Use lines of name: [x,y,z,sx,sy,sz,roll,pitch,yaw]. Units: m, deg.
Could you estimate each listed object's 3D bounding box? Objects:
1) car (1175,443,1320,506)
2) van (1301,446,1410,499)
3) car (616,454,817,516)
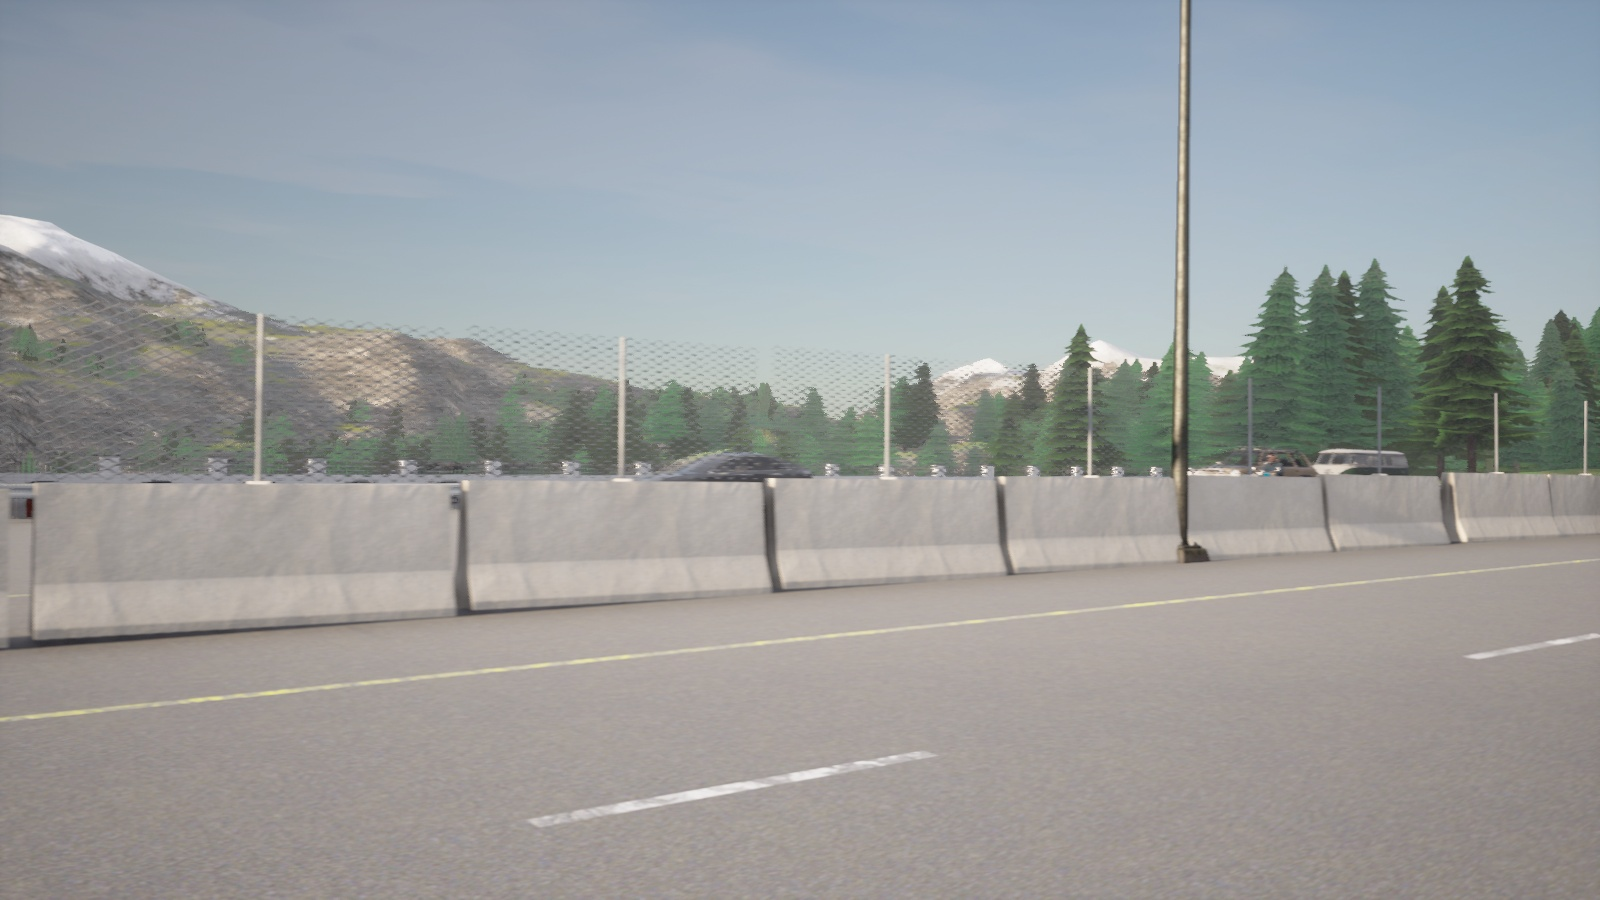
car: [13.899,0.753,38.909,4.605,1.855,1.932,1,-1,-35]
van: [21.468,0.876,48.450,4.442,1.987,1.775,1,-1,-35]
car: [-2.079,0.840,32.062,4.892,1.490,1.837,0,0,-35]
